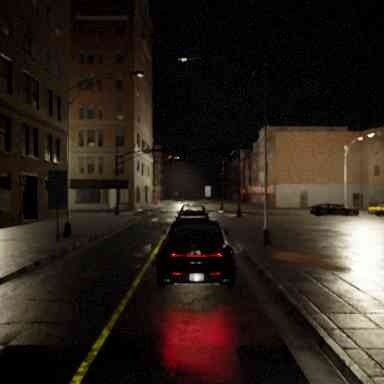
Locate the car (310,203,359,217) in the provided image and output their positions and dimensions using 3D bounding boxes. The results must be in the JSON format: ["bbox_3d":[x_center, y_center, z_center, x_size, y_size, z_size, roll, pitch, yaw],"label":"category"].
[{"bbox_3d":[13.217,1.660,31.010,4.313,1.339,1.947,0,-1,0],"label":"car"}]

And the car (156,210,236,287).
[{"bbox_3d":[0.097,1.495,9.286,1.837,1.490,4.892,0,0,0],"label":"car"}]

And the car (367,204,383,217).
[{"bbox_3d":[19.010,1.664,31.024,4.829,1.417,1.752,0,-1,0],"label":"car"}]

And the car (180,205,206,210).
[{"bbox_3d":[0.087,1.469,19.132,2.128,1.511,4.902,0,0,2],"label":"car"}]
